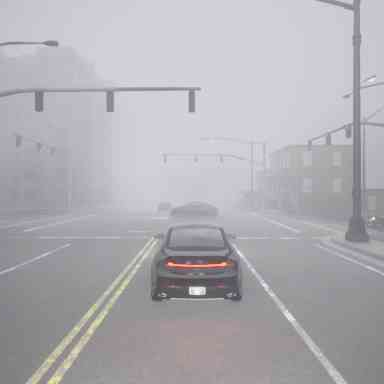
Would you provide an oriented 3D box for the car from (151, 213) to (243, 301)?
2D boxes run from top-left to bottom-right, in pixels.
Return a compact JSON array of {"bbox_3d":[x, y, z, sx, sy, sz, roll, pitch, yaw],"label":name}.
[{"bbox_3d":[0.092,1.505,8.316,1.837,1.490,4.892,0,0,0],"label":"car"}]

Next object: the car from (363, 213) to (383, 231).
[{"bbox_3d":[16.740,2.544,28.203,4.553,1.767,2.097,8,0,0],"label":"car"}]

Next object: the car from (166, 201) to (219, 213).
[{"bbox_3d":[0.193,1.500,28.375,4.181,1.385,1.994,0,0,1],"label":"car"}]

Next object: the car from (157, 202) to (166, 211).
[{"bbox_3d":[-3.642,2.065,45.551,1.837,1.490,4.892,0,-5,0],"label":"car"}]
